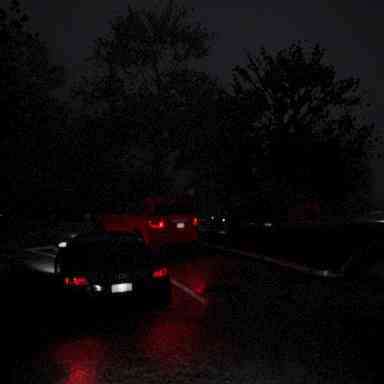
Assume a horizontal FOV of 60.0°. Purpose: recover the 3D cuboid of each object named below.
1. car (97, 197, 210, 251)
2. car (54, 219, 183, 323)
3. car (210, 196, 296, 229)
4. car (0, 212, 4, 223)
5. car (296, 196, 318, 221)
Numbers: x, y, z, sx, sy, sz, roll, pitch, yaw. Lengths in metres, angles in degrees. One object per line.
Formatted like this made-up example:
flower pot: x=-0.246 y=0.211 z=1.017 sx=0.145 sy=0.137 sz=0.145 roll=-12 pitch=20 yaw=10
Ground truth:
car: x=-1.991 y=1.216 z=13.335 sx=2.150 sy=2.045 sz=5.566 roll=0 pitch=0 yaw=-37
car: x=-1.933 y=1.561 z=7.385 sx=1.994 sy=1.385 sz=4.181 roll=0 pitch=0 yaw=-23
car: x=3.798 y=1.271 z=22.030 sx=5.566 sy=2.045 sz=2.150 roll=0 pitch=0 yaw=-26
car: x=-14.702 y=1.538 z=20.980 sx=5.357 sy=1.411 sz=2.033 roll=0 pitch=0 yaw=10
car: x=8.006 y=1.352 z=27.749 sx=5.566 sy=2.045 sz=2.150 roll=1 pitch=0 yaw=-28
